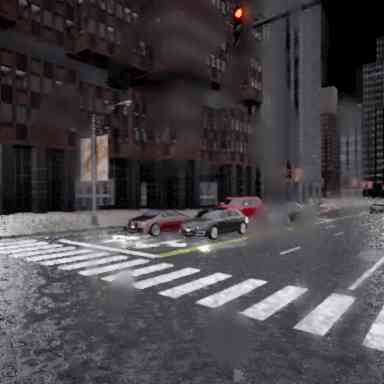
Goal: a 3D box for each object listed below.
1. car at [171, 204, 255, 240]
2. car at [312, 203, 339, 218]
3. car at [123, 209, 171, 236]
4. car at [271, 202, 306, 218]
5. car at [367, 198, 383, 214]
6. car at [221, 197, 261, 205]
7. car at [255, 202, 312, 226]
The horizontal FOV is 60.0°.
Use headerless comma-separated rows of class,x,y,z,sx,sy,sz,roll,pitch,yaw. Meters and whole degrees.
car,1.306,1.638,18.159,1.837,1.490,4.892,0,0,38
car,13.513,1.803,33.726,1.812,1.442,4.674,0,0,38
car,-1.928,1.685,19.287,1.994,1.385,4.181,0,0,39
car,10.129,1.789,34.692,1.812,1.442,4.674,0,0,38
car,22.655,1.850,39.827,2.128,1.511,4.902,0,-1,38
car,3.754,1.409,26.553,2.150,2.045,5.566,0,0,38
car,7.188,1.694,25.667,2.128,1.511,4.902,0,0,38
